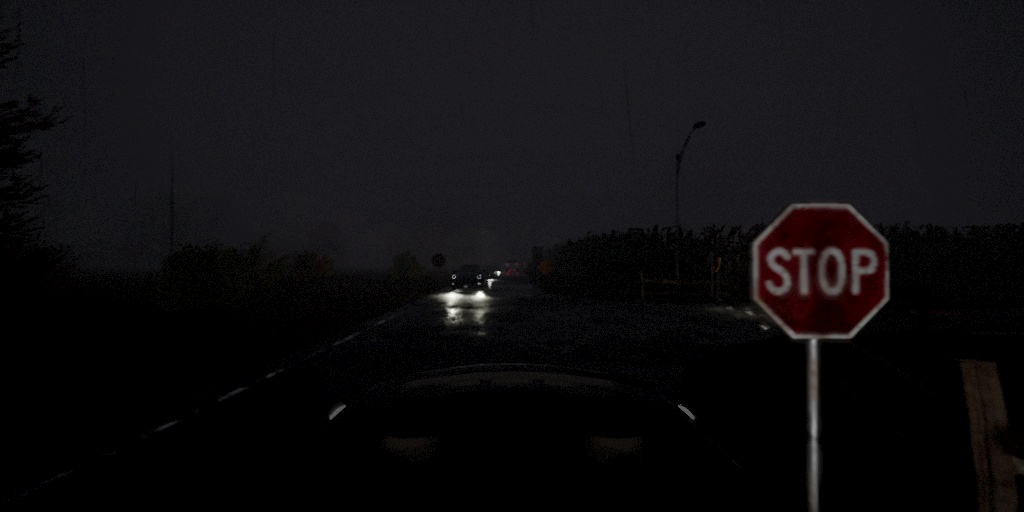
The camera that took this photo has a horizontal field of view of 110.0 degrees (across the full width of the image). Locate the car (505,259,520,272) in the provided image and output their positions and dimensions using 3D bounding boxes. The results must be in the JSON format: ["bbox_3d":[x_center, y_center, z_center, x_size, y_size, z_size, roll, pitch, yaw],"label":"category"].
[{"bbox_3d":[0.041,1.483,58.205,2.150,2.045,5.566,0,0,0],"label":"car"}]

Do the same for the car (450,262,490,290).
[{"bbox_3d":[-2.834,1.321,24.289,2.097,1.767,4.553,0,-1,0],"label":"car"}]

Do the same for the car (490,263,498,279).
[{"bbox_3d":[-2.823,1.638,37.633,2.033,1.411,5.357,0,-1,0],"label":"car"}]

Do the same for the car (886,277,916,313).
[{"bbox_3d":[13.136,1.374,14.301,5.008,1.535,1.882,0,-1,0],"label":"car"}]

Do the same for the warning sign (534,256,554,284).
[{"bbox_3d":[2.467,1.105,26.549,1.300,1.860,1.060,0,0,0],"label":"warning sign"}]

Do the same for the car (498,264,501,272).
[{"bbox_3d":[-2.761,1.824,57.944,1.994,1.385,4.181,0,-1,1],"label":"car"}]
